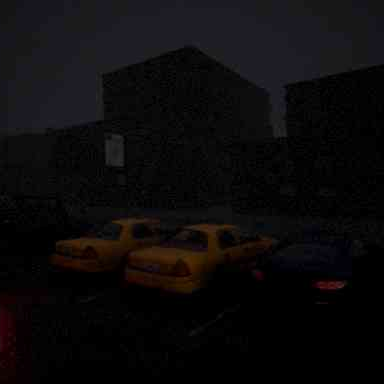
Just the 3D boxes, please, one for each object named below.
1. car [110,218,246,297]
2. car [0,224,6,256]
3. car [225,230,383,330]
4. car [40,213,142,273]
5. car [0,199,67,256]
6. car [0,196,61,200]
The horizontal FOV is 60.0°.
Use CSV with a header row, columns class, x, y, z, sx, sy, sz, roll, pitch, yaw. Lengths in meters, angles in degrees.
class,x,y,z,sx,sy,sz,roll,pitch,yaw
car,0.656,1.472,8.742,1.946,1.575,5.366,0,0,36
car,-6.758,1.508,8.267,4.674,1.442,1.812,0,0,36
car,2.780,1.518,6.976,2.002,1.452,4.674,0,0,36
car,-1.582,1.466,10.358,1.946,1.575,5.366,0,0,36
car,-6.180,1.329,13.411,2.185,1.767,4.553,0,0,36
car,-8.414,1.196,15.027,2.435,2.045,5.566,0,0,36
